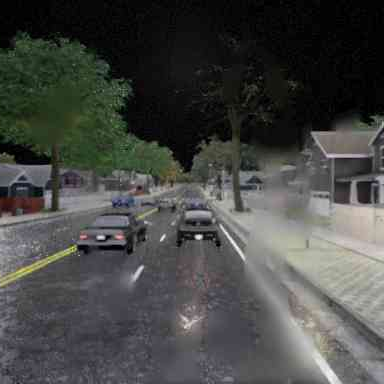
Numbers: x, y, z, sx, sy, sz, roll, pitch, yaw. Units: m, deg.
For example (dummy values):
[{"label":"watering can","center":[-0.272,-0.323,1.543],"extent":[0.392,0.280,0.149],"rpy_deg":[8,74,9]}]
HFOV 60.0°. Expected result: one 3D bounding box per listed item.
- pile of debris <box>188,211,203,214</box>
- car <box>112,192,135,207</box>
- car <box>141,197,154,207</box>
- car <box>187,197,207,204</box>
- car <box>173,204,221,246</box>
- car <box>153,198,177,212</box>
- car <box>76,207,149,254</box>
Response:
[{"label":"pile of debris","center":[0.402,2.111,34.066],"extent":[1.500,0.140,1.860],"rpy_deg":[0,0,1]},{"label":"car","center":[-9.300,1.087,45.410],"extent":[2.150,2.045,5.566],"rpy_deg":[0,0,1]},{"label":"car","center":[-6.015,1.397,47.388],"extent":[1.994,1.385,4.181],"rpy_deg":[0,1,1]},{"label":"car","center":[0.522,1.275,35.864],"extent":[2.097,1.767,4.553],"rpy_deg":[0,0,1]},{"label":"car","center":[0.291,1.496,15.339],"extent":[1.837,1.490,4.892],"rpy_deg":[0,0,1]},{"label":"car","center":[-2.714,1.411,37.241],"extent":[2.128,1.511,4.902],"rpy_deg":[0,0,1]},{"label":"car","center":[-2.979,1.547,13.475],"extent":[2.033,1.411,5.357],"rpy_deg":[0,0,1]}]
